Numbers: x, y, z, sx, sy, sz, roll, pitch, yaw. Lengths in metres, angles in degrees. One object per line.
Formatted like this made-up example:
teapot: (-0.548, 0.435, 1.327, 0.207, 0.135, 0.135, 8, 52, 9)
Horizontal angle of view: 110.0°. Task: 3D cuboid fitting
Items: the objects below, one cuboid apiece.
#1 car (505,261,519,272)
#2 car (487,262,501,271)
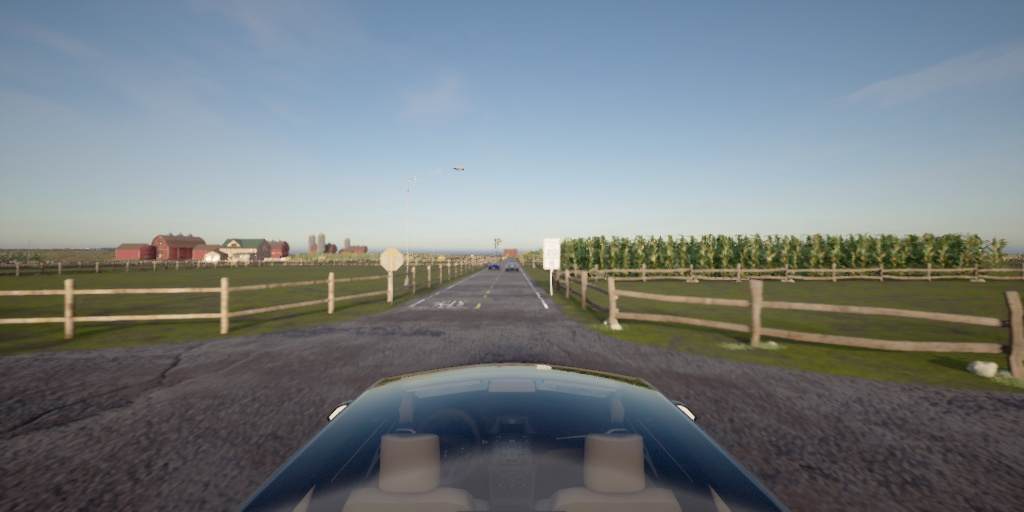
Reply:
car: (0.043, 1.443, 49.315, 2.033, 1.411, 5.357, 0, 0, 0)
car: (-2.702, 1.508, 54.293, 1.895, 1.301, 4.718, 0, 0, 0)
